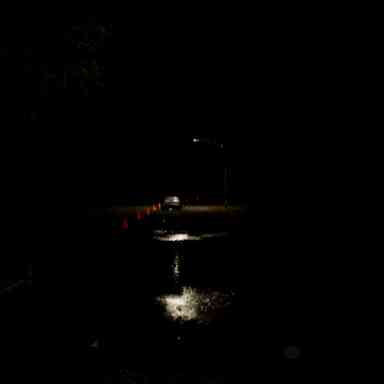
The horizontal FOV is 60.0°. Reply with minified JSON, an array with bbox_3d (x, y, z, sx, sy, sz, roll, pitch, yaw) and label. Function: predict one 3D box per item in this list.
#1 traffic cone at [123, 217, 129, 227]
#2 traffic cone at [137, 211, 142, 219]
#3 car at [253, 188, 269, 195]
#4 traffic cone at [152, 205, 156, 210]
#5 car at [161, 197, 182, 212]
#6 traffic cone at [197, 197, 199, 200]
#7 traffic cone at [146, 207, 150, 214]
[{"bbox_3d":[-3.904,1.755,19.522,0.340,0.580,0.340,0,1,0],"label":"traffic cone"},{"bbox_3d":[-3.918,1.685,24.521,0.340,0.580,0.340,0,1,0],"label":"traffic cone"},{"bbox_3d":[16.424,-0.139,79.159,2.097,1.767,4.553,1,2,42],"label":"car"},{"bbox_3d":[-3.946,1.546,34.520,0.340,0.580,0.340,0,1,0],"label":"traffic cone"},{"bbox_3d":[-1.964,1.157,33.109,2.033,1.411,5.357,0,1,0],"label":"car"},{"bbox_3d":[1.041,1.102,59.849,0.340,0.580,0.340,0,1,24],"label":"traffic cone"},{"bbox_3d":[-3.932,1.616,29.521,0.340,0.580,0.340,0,1,0],"label":"traffic cone"}]
